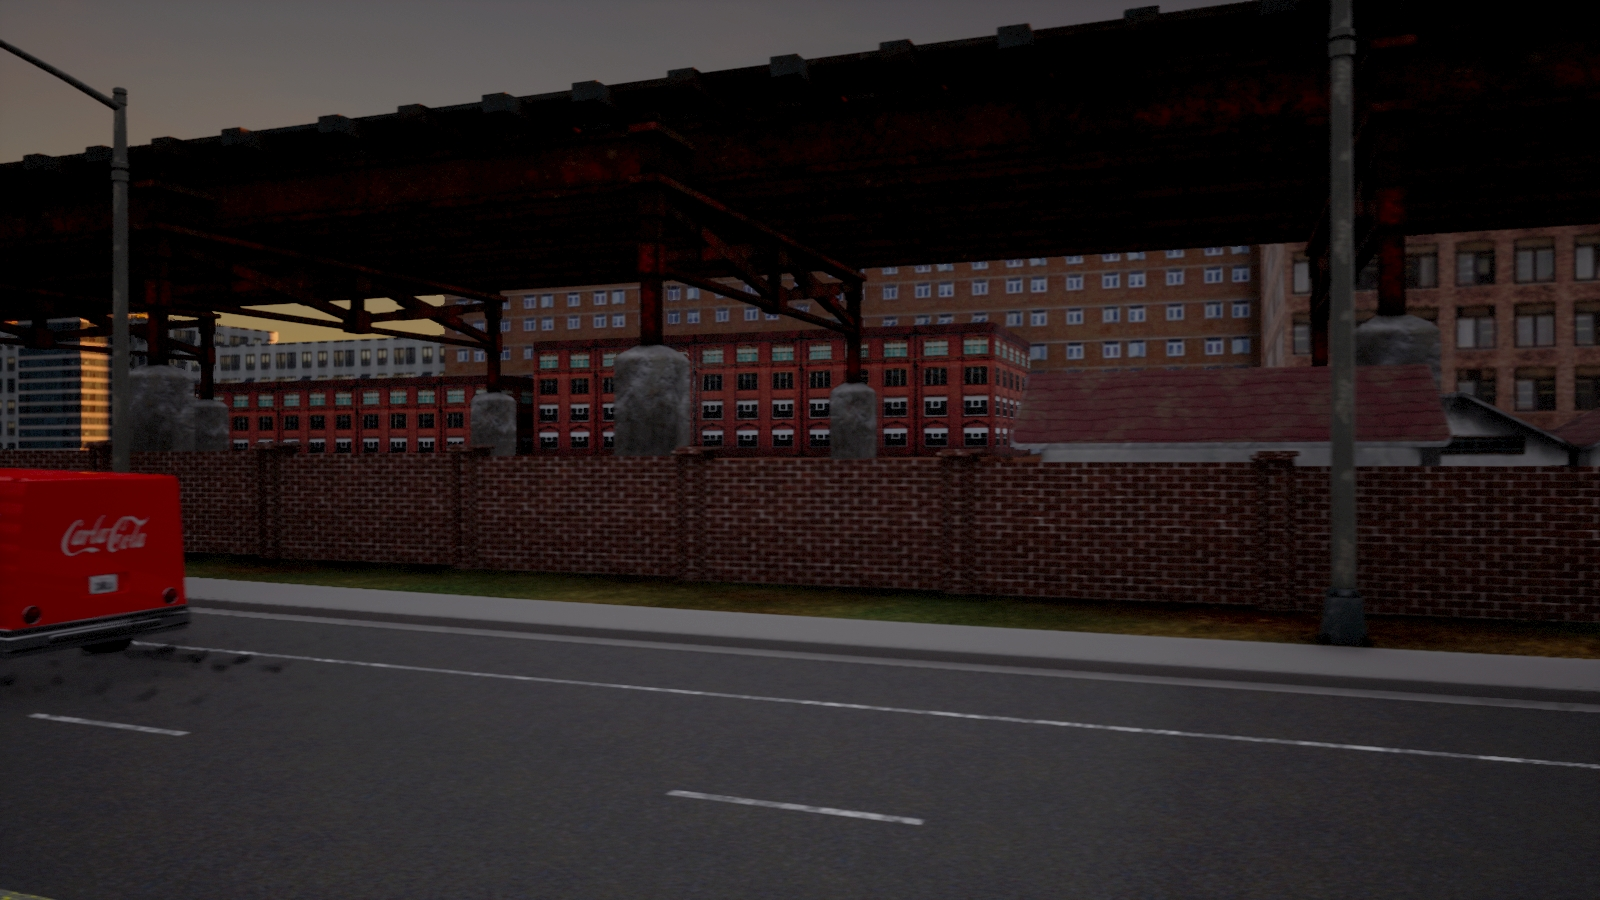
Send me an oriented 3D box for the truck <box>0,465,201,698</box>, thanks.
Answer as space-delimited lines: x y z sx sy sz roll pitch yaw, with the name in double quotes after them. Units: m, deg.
-10.788 1.460 14.675 5.204 2.467 2.627 1 0 20 "truck"
